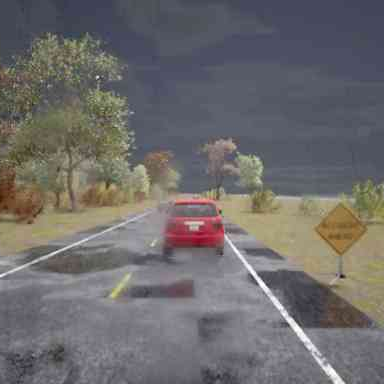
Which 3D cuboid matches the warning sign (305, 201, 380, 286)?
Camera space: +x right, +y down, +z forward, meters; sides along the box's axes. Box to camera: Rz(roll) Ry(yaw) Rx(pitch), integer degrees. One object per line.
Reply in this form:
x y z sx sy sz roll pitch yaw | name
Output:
3.546 1.169 7.964 1.300 1.860 1.060 0 -1 0 | warning sign

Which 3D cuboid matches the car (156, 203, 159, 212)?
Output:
-3.584 1.815 44.566 1.812 1.442 4.674 0 0 0 | car

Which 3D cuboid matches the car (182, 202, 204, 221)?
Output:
0.091 1.727 30.617 1.812 1.442 4.674 0 0 0 | car

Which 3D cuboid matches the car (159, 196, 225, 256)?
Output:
0.085 1.311 13.671 2.150 2.045 5.566 0 -1 0 | car
